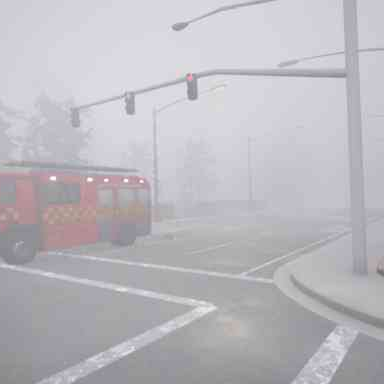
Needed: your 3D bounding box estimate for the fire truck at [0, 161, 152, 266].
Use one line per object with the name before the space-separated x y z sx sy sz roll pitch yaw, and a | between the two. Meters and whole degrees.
fire truck | -5.648 0.758 14.713 2.891 3.827 8.468 -3 -1 37
